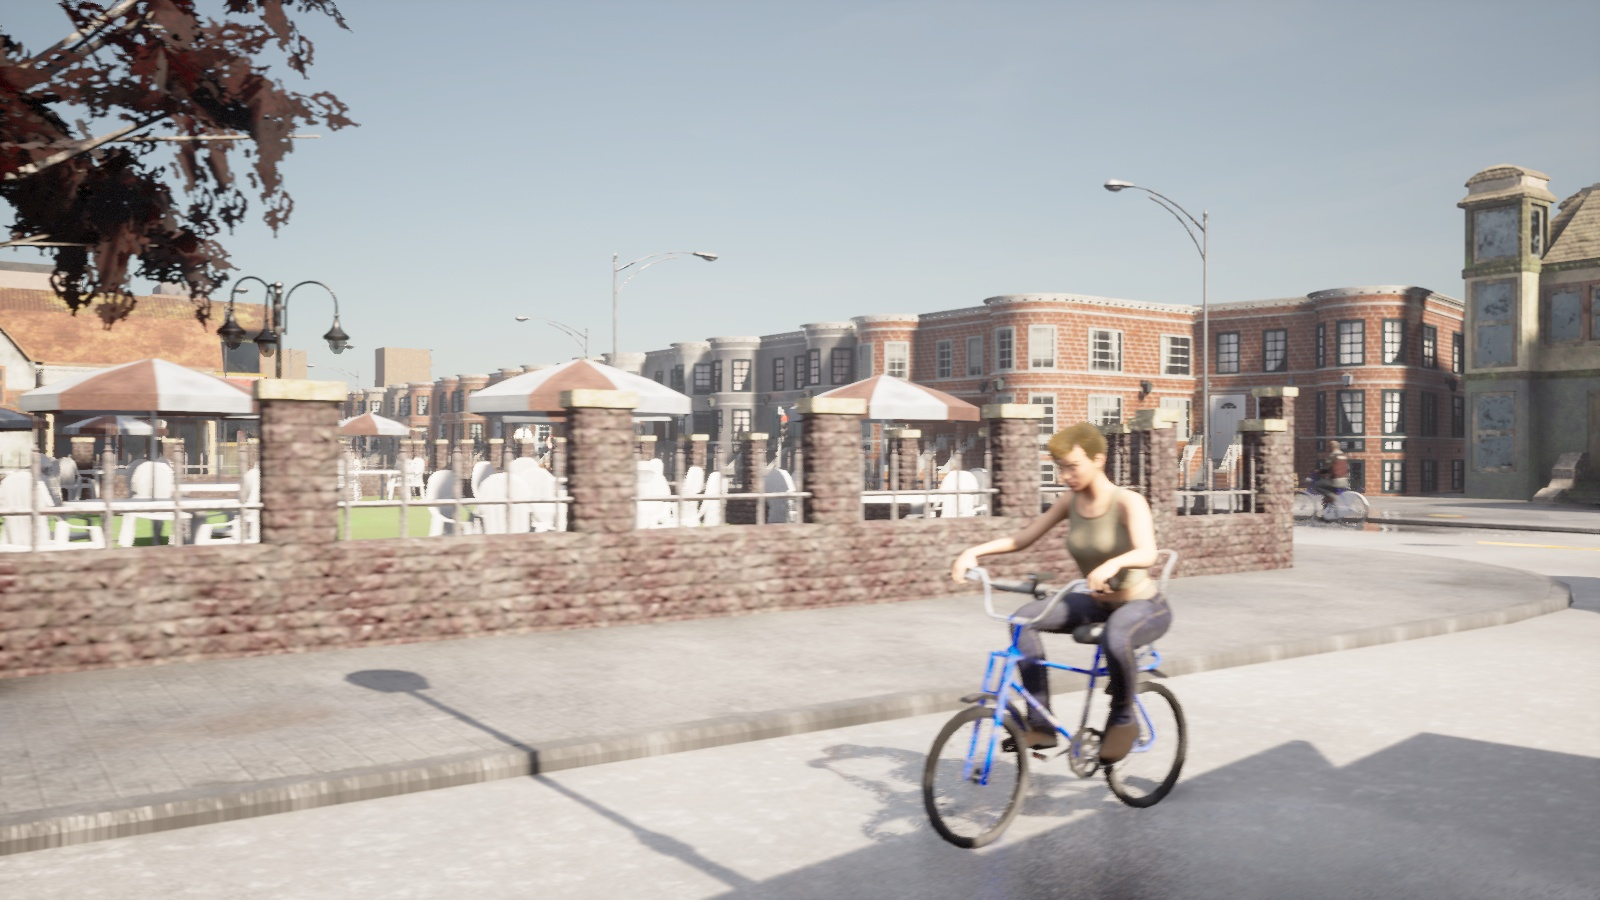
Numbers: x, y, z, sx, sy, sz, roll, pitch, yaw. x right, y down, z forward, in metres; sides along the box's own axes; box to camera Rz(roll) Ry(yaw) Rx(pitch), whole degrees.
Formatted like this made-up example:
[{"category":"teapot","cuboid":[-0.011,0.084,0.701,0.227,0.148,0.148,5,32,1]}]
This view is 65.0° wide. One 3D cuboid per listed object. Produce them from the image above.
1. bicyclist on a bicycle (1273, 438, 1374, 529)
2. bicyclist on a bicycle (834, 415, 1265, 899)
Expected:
[{"category":"bicyclist on a bicycle","cuboid":[10.654,0.656,25.611,0.659,1.776,1.843,0,0,-34]},{"category":"bicyclist on a bicycle","cuboid":[1.001,0.691,4.971,1.509,1.612,0.866,0,0,-35]}]
